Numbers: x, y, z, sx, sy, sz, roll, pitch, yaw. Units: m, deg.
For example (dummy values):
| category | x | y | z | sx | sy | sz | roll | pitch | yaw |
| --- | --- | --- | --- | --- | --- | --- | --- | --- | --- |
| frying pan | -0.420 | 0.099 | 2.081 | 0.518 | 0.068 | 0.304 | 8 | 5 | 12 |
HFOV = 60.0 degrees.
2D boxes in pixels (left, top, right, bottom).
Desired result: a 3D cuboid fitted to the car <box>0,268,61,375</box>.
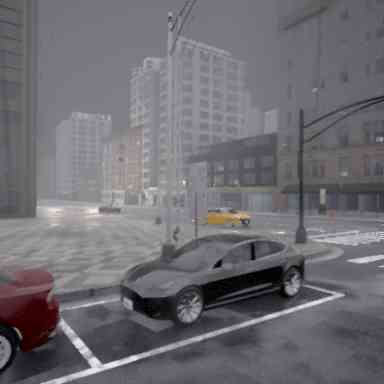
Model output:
| category | x | y | z | sx | sy | sz | roll | pitch | yaw |
| --- | --- | --- | --- | --- | --- | --- | --- | --- | --- |
| car | -3.939 | 1.533 | 3.842 | 4.507 | 1.381 | 1.887 | 1 | -1 | -36 |

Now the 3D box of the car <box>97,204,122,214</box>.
| category | x | y | z | sx | sy | sz | roll | pitch | yaw |
| --- | --- | --- | --- | --- | --- | --- | --- | --- | --- |
| car | -11.411 | 2.362 | 45.989 | 1.895 | 1.301 | 4.718 | 0 | -1 | -35 |

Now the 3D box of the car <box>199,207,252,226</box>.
| category | x | y | z | sx | sy | sz | roll | pitch | yaw |
| --- | --- | --- | --- | --- | --- | --- | --- | --- | --- |
| car | 2.559 | 1.944 | 26.239 | 1.882 | 1.535 | 5.008 | 0 | -1 | -35 |

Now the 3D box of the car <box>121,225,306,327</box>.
| category | x | y | z | sx | sy | sz | roll | pitch | yaw |
| --- | --- | --- | --- | --- | --- | --- | --- | --- | --- |
| car | 0.653 | 1.615 | 7.123 | 4.313 | 1.339 | 1.947 | 1 | -1 | -36 |
